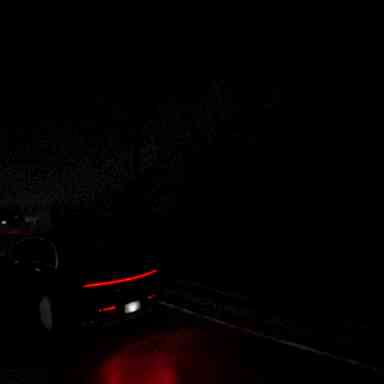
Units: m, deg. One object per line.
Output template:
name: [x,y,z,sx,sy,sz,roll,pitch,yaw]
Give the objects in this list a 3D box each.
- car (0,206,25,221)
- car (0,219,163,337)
car: [-13.049,1.682,23.652,1.895,1.301,4.718,0,0,-24]
car: [-2.645,1.534,6.848,4.892,1.490,1.837,0,0,44]
